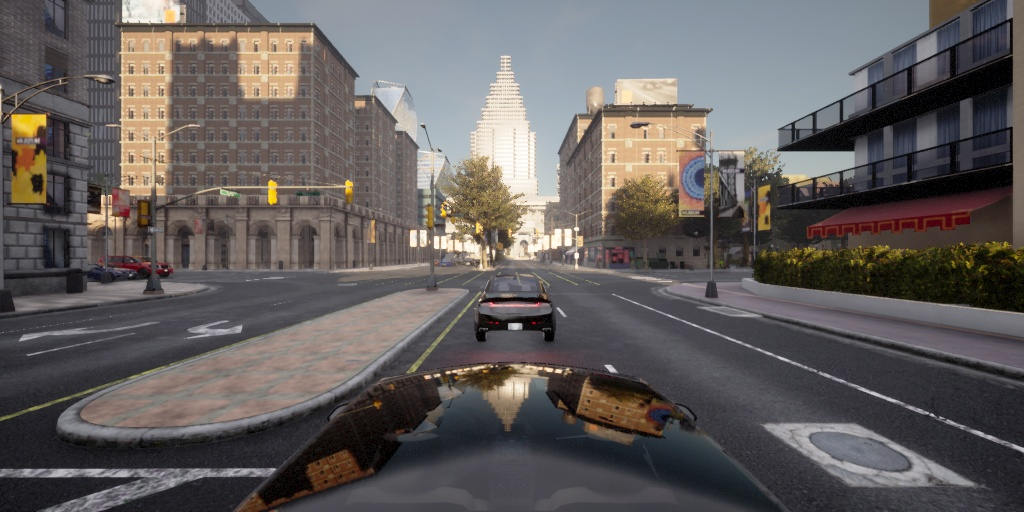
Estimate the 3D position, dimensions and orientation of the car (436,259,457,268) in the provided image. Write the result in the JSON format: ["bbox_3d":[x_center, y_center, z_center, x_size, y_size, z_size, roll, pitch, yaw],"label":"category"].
[{"bbox_3d":[-11.537,1.227,63.180,1.882,1.535,5.008,0,0,0],"label":"car"}]

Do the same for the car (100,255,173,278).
[{"bbox_3d":[-34.439,0.971,32.738,5.566,2.045,2.150,0,0,-2],"label":"car"}]

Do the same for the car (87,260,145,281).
[{"bbox_3d":[-33.439,1.276,29.249,4.674,1.442,1.812,0,0,0],"label":"car"}]

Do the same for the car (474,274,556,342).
[{"bbox_3d":[0.080,1.242,9.827,2.128,1.511,4.902,0,0,0],"label":"car"}]
